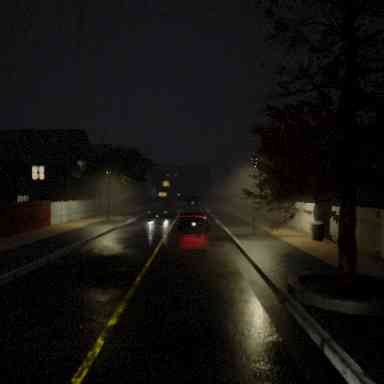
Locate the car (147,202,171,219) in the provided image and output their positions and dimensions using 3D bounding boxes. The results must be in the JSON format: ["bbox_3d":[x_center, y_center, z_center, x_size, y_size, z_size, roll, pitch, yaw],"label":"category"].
[{"bbox_3d":[-2.846,1.589,29.881,2.033,1.411,5.357,0,0,0],"label":"car"}]

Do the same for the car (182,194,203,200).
[{"bbox_3d":[0.086,1.286,37.634,2.150,2.045,5.566,0,0,1],"label":"car"}]

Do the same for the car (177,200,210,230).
[{"bbox_3d":[0.101,1.528,21.069,1.837,1.490,4.892,0,0,0],"label":"car"}]
